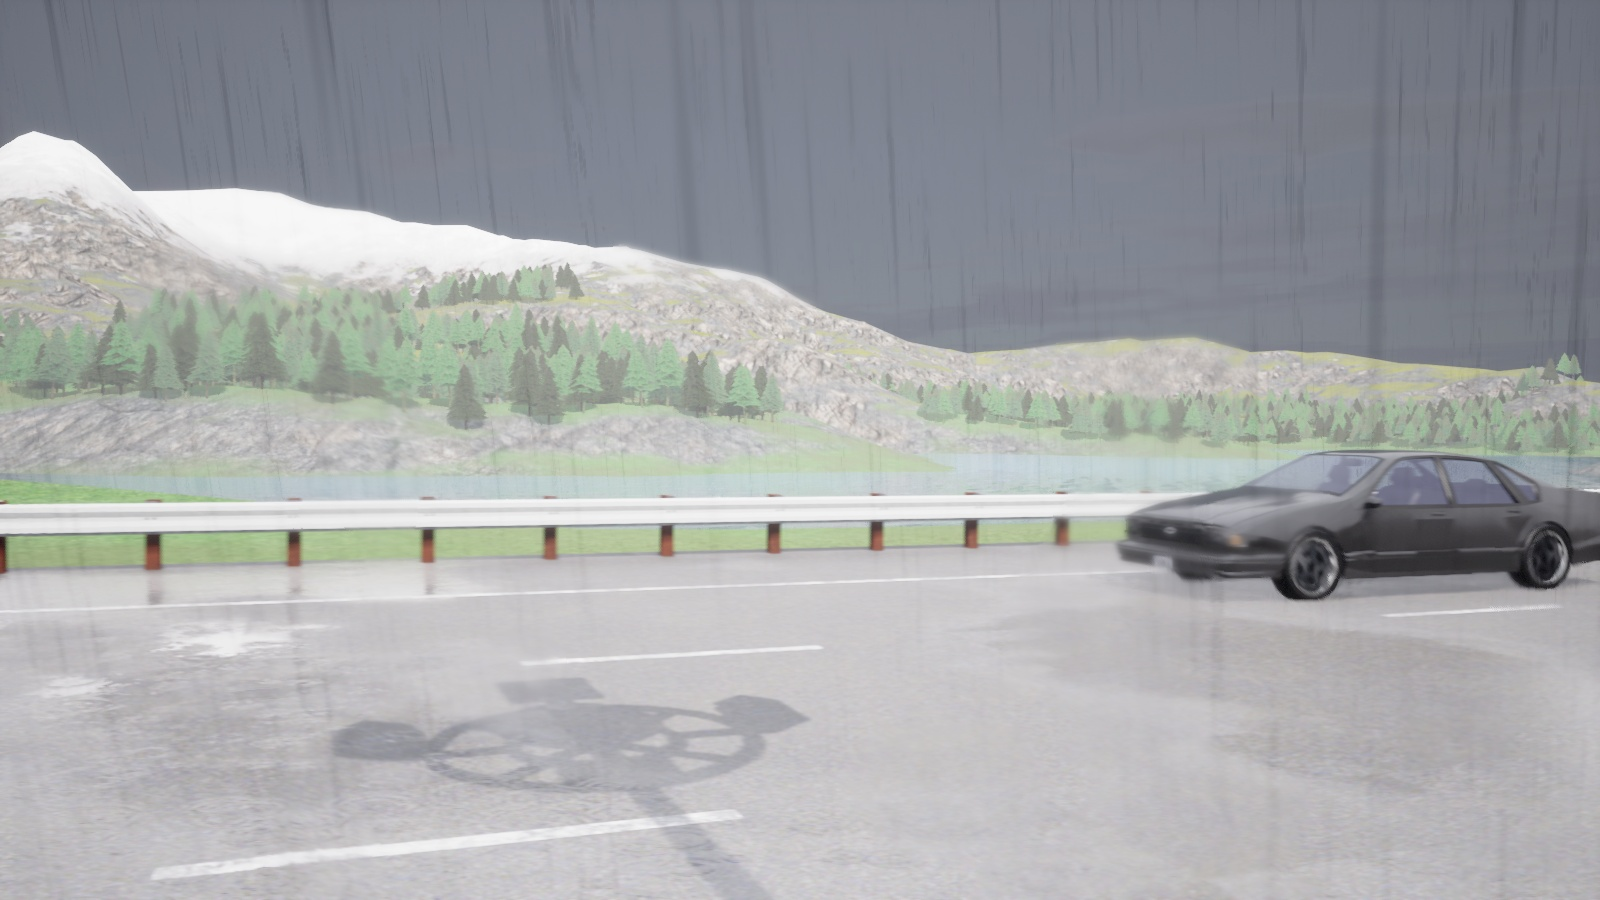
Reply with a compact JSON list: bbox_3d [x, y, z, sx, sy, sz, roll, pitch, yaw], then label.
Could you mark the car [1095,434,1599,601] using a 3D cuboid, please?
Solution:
[{"bbox_3d":[5.920,0.570,12.973,5.357,1.411,2.033,-1,1,-21],"label":"car"}]
